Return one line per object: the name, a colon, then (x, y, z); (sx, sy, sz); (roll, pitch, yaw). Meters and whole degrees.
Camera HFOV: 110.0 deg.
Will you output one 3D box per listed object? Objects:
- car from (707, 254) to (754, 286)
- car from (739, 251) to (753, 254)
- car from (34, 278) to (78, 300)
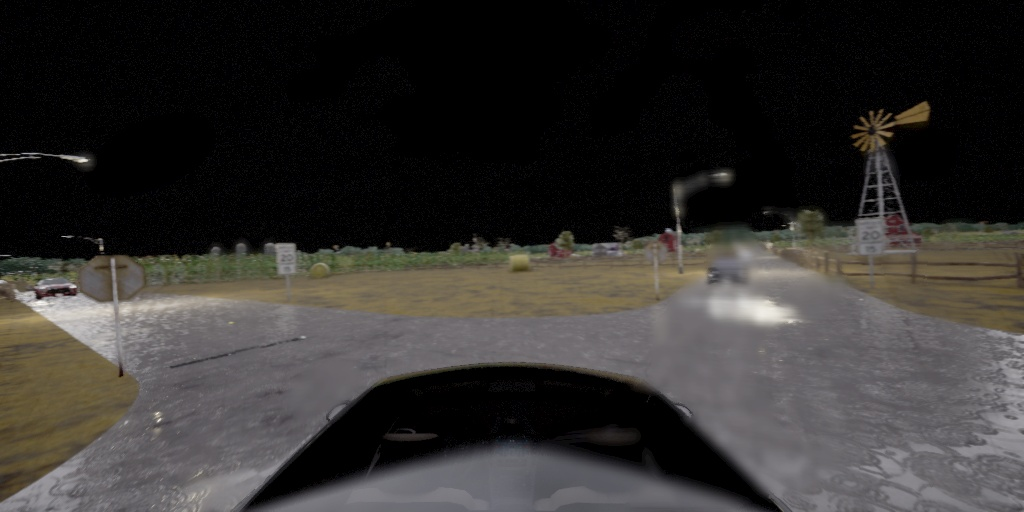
car: (12.133, 0.853, 20.016); (2.033, 1.411, 5.357); (-3, 0, 34)
car: (34.969, 0.012, 53.742); (1.812, 1.442, 4.674); (-3, 0, 34)
car: (-39.630, 2.736, 31.138); (4.553, 1.767, 2.097); (-3, 1, 34)
